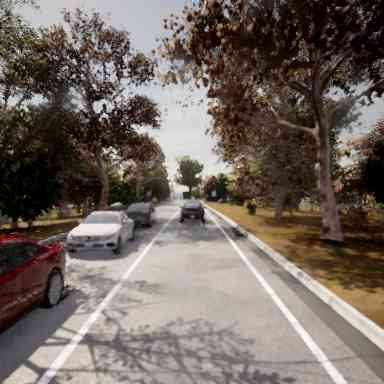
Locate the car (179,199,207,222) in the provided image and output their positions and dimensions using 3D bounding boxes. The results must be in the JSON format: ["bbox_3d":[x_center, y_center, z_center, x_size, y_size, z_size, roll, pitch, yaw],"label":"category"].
[{"bbox_3d":[0.059,1.510,26.030,1.837,1.490,4.892,0,0,1],"label":"car"}]

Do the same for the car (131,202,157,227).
[{"bbox_3d":[-3.519,1.488,22.797,1.837,1.490,4.892,0,0,1],"label":"car"}]

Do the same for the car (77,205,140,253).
[{"bbox_3d":[-3.494,1.490,13.571,1.812,1.442,4.674,0,0,0],"label":"car"}]

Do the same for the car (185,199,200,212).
[{"bbox_3d":[0.104,1.719,43.635,1.837,1.490,4.892,0,-1,0],"label":"car"}]

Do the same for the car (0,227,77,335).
[{"bbox_3d":[-3.597,1.465,5.028,1.882,1.535,5.008,0,0,0],"label":"car"}]
